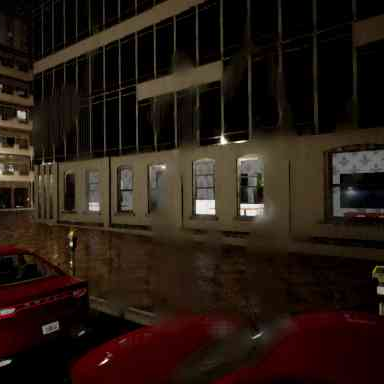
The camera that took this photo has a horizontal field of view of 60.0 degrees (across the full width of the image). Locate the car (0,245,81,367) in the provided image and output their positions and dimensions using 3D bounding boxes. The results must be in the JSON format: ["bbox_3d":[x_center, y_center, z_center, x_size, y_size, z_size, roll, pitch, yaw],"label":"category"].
[{"bbox_3d":[-3.561,1.546,5.414,4.507,1.381,1.887,0,-1,35],"label":"car"}]

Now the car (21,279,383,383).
[{"bbox_3d":[1.016,1.545,2.158,4.507,1.381,1.887,0,-1,35],"label":"car"}]
